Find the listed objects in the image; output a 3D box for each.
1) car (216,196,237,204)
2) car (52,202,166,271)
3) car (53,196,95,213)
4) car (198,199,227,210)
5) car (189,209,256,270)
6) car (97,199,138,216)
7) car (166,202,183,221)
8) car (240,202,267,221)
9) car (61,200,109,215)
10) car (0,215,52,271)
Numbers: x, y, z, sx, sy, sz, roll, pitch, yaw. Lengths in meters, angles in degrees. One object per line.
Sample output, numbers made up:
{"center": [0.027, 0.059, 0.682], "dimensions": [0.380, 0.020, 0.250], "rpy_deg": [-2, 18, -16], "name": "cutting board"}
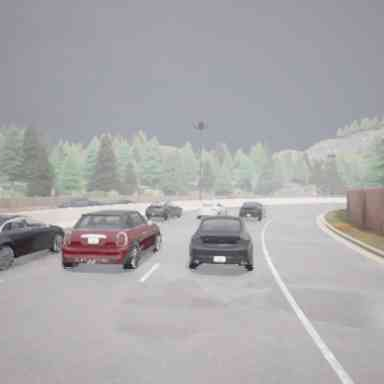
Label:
{"center": [7.682, 1.710, 73.011], "dimensions": [2.128, 1.511, 4.902], "rpy_deg": [0, 0, 42], "name": "car"}
{"center": [-2.460, 1.367, 11.278], "dimensions": [2.097, 1.767, 4.553], "rpy_deg": [0, 0, 7], "name": "car"}
{"center": [-13.559, 1.379, 38.564], "dimensions": [2.097, 1.767, 4.553], "rpy_deg": [0, 0, 22], "name": "car"}
{"center": [1.818, 1.599, 29.307], "dimensions": [1.812, 1.442, 4.674], "rpy_deg": [0, 0, 18], "name": "car"}
{"center": [1.040, 1.534, 11.201], "dimensions": [1.837, 1.490, 4.892], "rpy_deg": [0, 0, 7], "name": "car"}
{"center": [-7.624, 1.549, 34.512], "dimensions": [1.837, 1.490, 4.892], "rpy_deg": [0, 0, 20], "name": "car"}
{"center": [-2.261, 1.544, 28.051], "dimensions": [2.128, 1.511, 4.902], "rpy_deg": [0, 0, 17], "name": "car"}
{"center": [5.244, 1.591, 28.516], "dimensions": [1.837, 1.490, 4.892], "rpy_deg": [0, 0, 19], "name": "car"}
{"center": [-11.164, 1.578, 35.185], "dimensions": [2.033, 1.411, 5.357], "rpy_deg": [0, 0, 20], "name": "car"}
{"center": [-6.023, 1.491, 10.982], "dimensions": [2.128, 1.511, 4.902], "rpy_deg": [0, 0, 7], "name": "car"}
